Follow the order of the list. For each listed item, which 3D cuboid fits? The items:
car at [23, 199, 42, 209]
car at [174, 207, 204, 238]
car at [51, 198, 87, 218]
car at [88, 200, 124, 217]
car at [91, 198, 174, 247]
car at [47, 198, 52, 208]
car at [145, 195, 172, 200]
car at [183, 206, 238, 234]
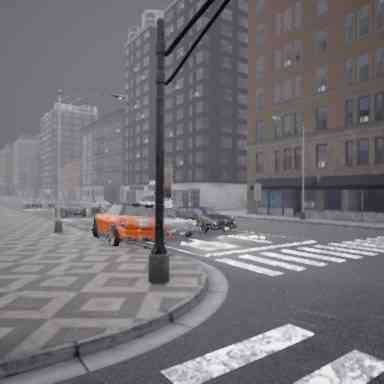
[{"bbox_3d":[-22.209,1.629,46.220,1.994,1.385,4.181,1,0,-35],"label":"car"},{"bbox_3d":[-1.716,1.576,17.021,1.895,1.301,4.718,1,0,-35],"label":"car"},{"bbox_3d":[-11.061,1.510,30.265,1.837,1.490,4.892,1,0,-35],"label":"car"},{"bbox_3d":[-8.344,1.557,32.051,1.812,1.442,4.674,1,0,-35],"label":"car"},{"bbox_3d":[-2.847,1.238,14.512,2.097,1.767,4.553,5,-2,-28],"label":"car"},{"bbox_3d":[-19.554,1.578,48.095,2.128,1.511,4.902,1,0,-35],"label":"car"},{"bbox_3d":[-4.220,1.325,37.502,2.150,2.045,5.566,0,0,-35],"label":"car"},{"bbox_3d":[0.316,1.550,19.779,2.033,1.411,5.357,1,0,-35],"label":"car"}]
